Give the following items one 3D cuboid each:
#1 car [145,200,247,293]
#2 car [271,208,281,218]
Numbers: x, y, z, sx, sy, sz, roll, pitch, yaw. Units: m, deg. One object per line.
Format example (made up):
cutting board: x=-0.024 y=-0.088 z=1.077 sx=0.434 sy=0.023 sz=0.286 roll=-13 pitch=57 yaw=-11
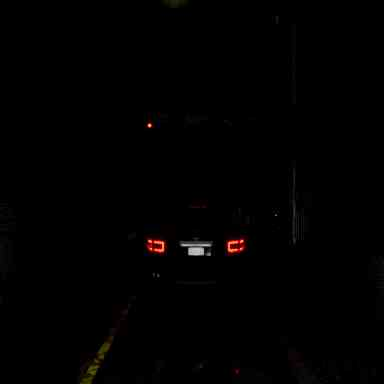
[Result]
car: x=0.079 y=1.222 z=9.010 sx=2.150 sy=2.045 sz=5.566 roll=0 pitch=0 yaw=0
car: x=9.047 y=1.588 z=27.633 sx=4.718 sy=1.301 sz=1.895 roll=0 pitch=0 yaw=-10
